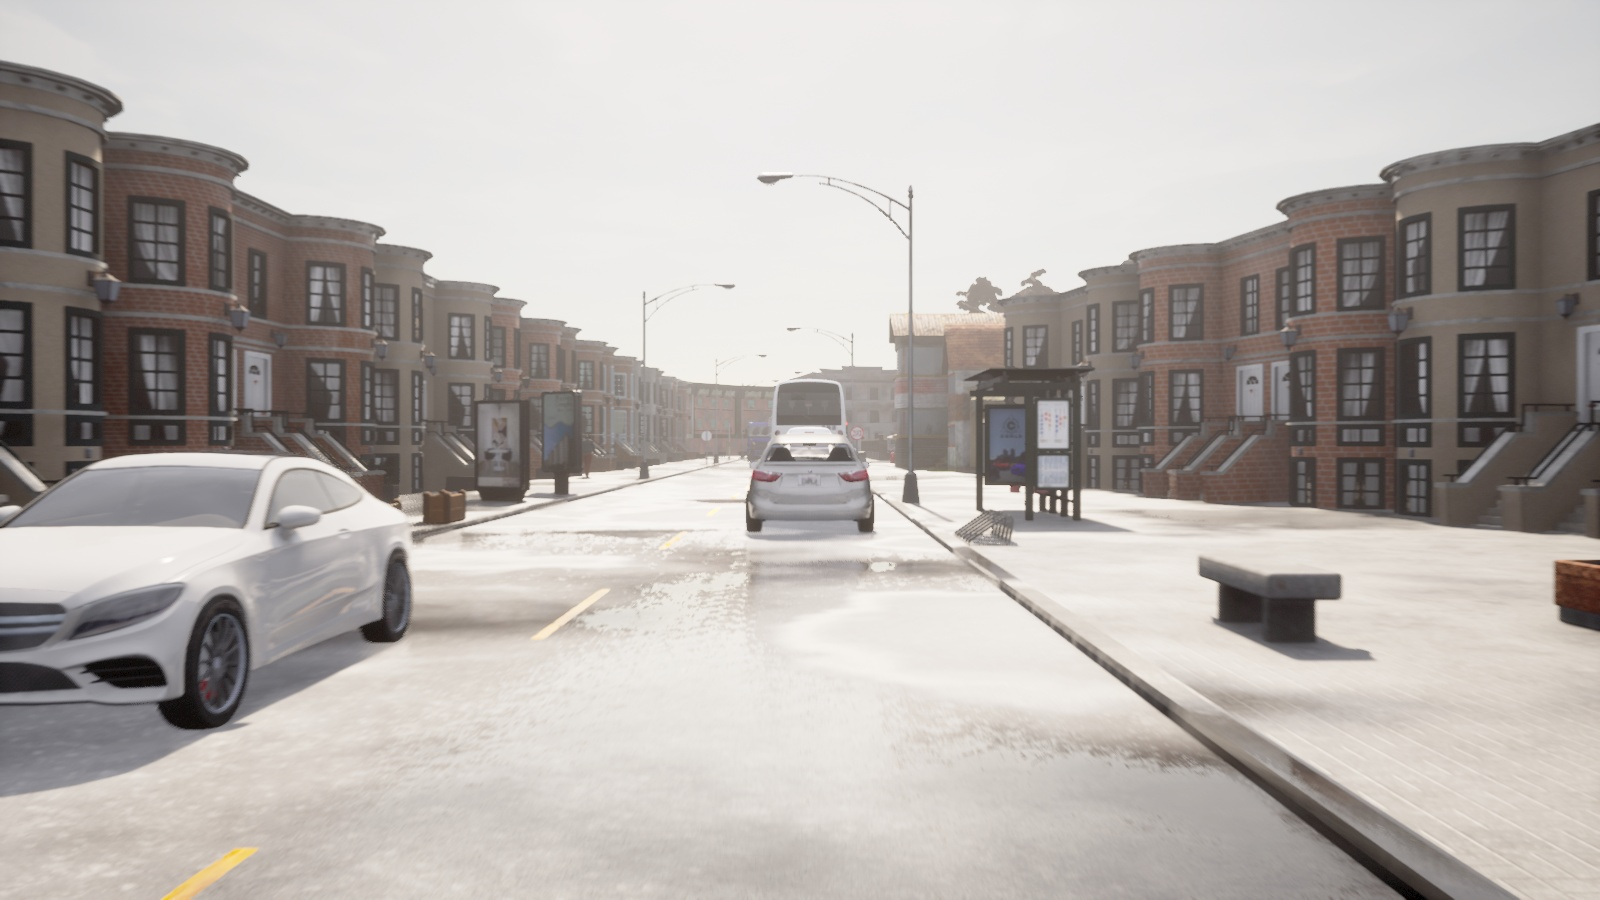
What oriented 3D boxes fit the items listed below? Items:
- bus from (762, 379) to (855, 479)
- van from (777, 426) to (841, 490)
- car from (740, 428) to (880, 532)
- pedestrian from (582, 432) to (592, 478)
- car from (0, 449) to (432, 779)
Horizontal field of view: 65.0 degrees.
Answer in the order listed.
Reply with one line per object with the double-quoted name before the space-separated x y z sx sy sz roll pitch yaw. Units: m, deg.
"bus" 0.417 -0.929 58.478 3.944 4.253 10.273 0 0 0
"van" 0.307 0.253 42.538 2.069 2.038 4.480 0 0 0
"car" 0.170 0.475 22.481 2.242 1.667 4.611 0 0 0
"pedestrian" -8.632 0.189 50.839 0.353 1.847 0.614 0 0 -4
"car" -3.932 0.729 7.926 1.812 1.442 4.674 0 0 0
